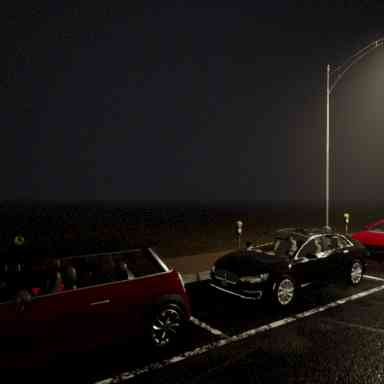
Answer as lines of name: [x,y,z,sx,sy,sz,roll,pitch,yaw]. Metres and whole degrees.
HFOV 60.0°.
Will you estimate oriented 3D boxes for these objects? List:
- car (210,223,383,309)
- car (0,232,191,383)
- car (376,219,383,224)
car: [2.412,1.552,7.808,4.403,1.369,2.008,0,1,-35]
car: [-2.094,1.440,4.593,4.097,1.590,1.967,0,1,-35]
car: [6.920,1.548,11.023,4.507,1.381,1.887,0,1,-35]
